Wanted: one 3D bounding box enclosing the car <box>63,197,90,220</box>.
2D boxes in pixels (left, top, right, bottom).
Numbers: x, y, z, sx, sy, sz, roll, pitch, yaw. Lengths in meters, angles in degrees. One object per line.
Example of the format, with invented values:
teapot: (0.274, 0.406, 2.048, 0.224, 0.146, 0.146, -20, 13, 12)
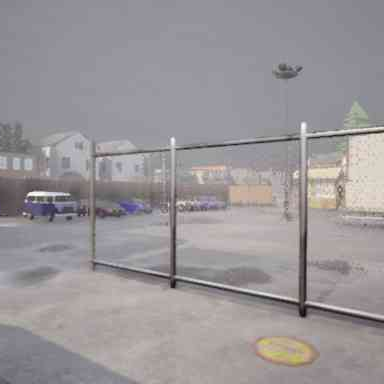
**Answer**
car: (-7.793, 1.343, 27.078, 5.357, 1.415, 2.033, 0, 0, 36)
